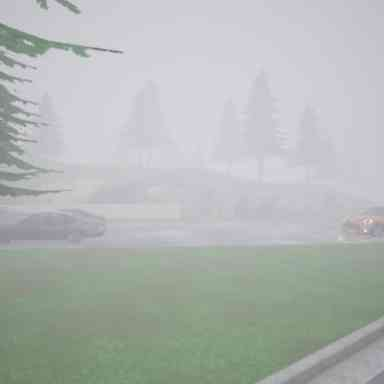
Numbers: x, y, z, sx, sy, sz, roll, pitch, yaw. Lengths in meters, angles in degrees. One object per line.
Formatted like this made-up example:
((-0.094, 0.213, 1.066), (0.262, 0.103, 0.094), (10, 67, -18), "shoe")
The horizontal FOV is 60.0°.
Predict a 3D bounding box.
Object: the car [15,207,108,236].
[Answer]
((-7.319, 1.642, 19.074), (4.674, 1.442, 1.812), (1, -1, -10), "car")

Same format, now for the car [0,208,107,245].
((-6.749, 1.637, 15.580), (5.357, 1.411, 2.033), (1, -1, -11), "car")

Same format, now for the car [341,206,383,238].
((10.939, 1.612, 19.116), (4.553, 1.767, 2.097), (1, -1, -18), "car")
